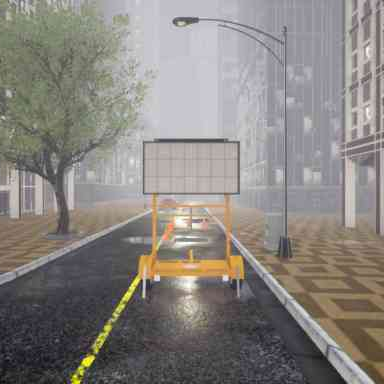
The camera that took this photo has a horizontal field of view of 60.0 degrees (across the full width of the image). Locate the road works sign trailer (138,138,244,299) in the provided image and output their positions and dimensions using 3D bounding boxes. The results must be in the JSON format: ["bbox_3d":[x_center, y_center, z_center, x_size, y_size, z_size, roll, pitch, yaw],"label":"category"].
[{"bbox_3d":[-0.019,0.464,8.414,2.380,3.560,2.880,0,0,0],"label":"road works sign trailer"}]

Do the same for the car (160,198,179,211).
[{"bbox_3d":[-2.947,1.509,41.614,1.882,1.535,5.008,0,0,0],"label":"car"}]

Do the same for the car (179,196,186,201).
[{"bbox_3d":[-2.531,1.697,88.260,1.812,1.442,4.674,0,0,3],"label":"car"}]
